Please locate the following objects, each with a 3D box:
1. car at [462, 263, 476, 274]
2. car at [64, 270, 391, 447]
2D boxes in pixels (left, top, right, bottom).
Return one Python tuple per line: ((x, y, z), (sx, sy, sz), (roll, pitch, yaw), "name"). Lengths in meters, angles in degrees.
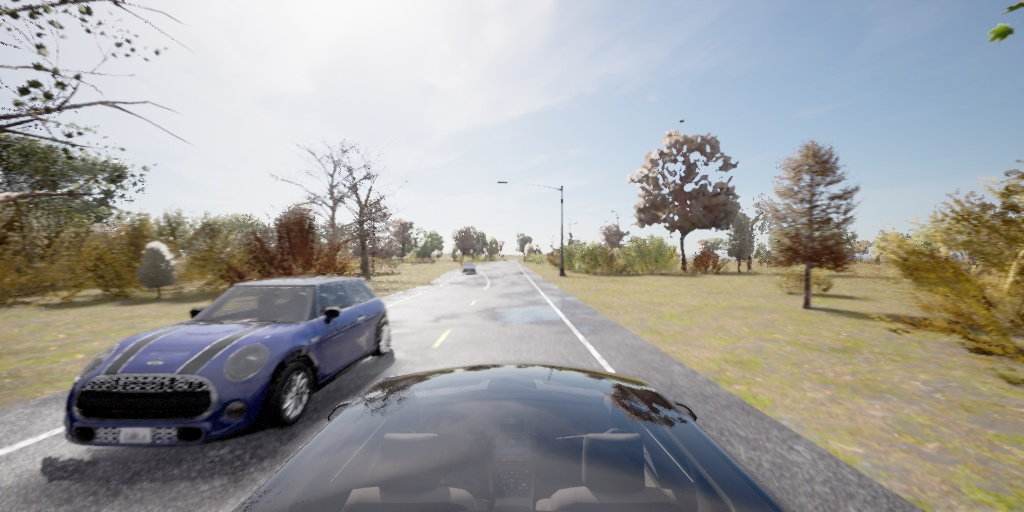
((-5.803, 1.663, 48.680), (1.812, 1.442, 4.674), (0, -1, -7), "car")
((-3.603, 1.139, 5.676), (2.097, 1.767, 4.553), (0, -1, 0), "car")
